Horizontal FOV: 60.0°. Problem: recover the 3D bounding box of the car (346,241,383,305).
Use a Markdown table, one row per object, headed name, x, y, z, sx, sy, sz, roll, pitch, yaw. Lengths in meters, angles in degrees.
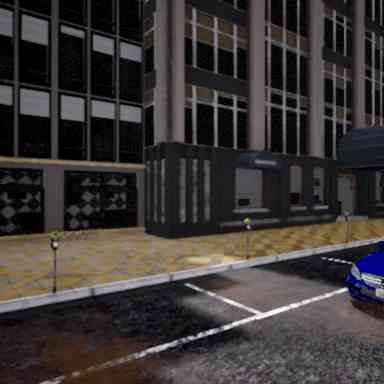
| name | x | y | z | sx | sy | sz | roll | pitch | yaw |
| --- | --- | --- | --- | --- | --- | --- | --- | --- | --- |
| car | 5.233 | 1.502 | 7.110 | 4.674 | 1.442 | 1.812 | 0 | 0 | -36 |
